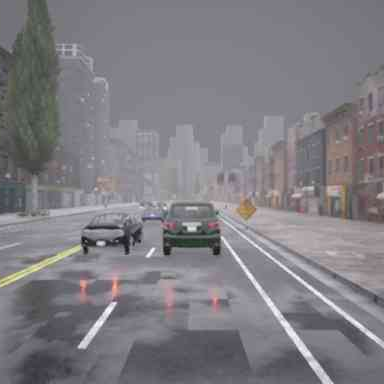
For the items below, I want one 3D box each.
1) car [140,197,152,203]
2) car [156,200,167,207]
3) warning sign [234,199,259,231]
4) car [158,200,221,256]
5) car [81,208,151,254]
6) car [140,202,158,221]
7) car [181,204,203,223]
[{"bbox_3d":[-9.769,2.129,70.983,2.150,2.045,5.566,0,-1,0],"label":"car"},{"bbox_3d":[-6.519,2.405,71.009,1.837,1.490,4.892,0,-1,0],"label":"car"},{"bbox_3d":[3.215,1.332,19.672,1.300,1.860,1.060,0,-1,0],"label":"warning sign"},{"bbox_3d":[-0.003,1.366,14.018,2.150,2.045,5.566,0,-1,0],"label":"car"},{"bbox_3d":[-3.250,1.646,14.293,2.128,1.511,4.902,0,-1,0],"label":"car"},{"bbox_3d":[-3.253,1.896,29.327,1.994,1.385,4.181,0,-1,0],"label":"car"},{"bbox_3d":[-0.004,1.859,29.398,1.812,1.442,4.674,0,0,0],"label":"car"}]
